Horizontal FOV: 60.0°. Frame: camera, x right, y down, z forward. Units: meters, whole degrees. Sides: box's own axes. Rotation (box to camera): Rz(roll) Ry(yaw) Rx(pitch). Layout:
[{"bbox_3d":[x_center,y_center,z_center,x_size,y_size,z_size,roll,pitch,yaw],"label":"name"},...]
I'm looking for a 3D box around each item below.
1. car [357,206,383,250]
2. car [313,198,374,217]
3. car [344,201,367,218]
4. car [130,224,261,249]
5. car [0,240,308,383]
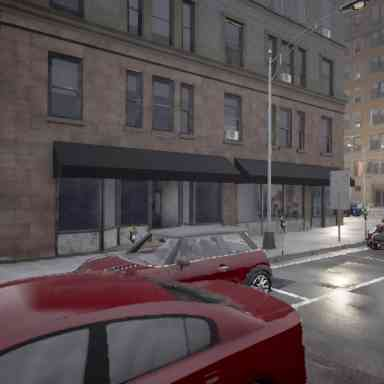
[{"bbox_3d":[8.561,1.445,12.898,4.097,1.590,1.967,0,0,-36],"label":"car"},{"bbox_3d":[14.511,1.416,32.070,2.128,1.511,4.902,1,0,-36],"label":"car"},{"bbox_3d":[12.382,1.123,29.475,2.150,2.045,5.566,1,0,-36],"label":"car"},{"bbox_3d":[-0.370,1.441,6.500,4.097,1.590,1.967,0,0,-36],"label":"car"},{"bbox_3d":[-1.238,1.478,2.482,5.008,1.535,1.882,0,0,-35],"label":"car"}]
